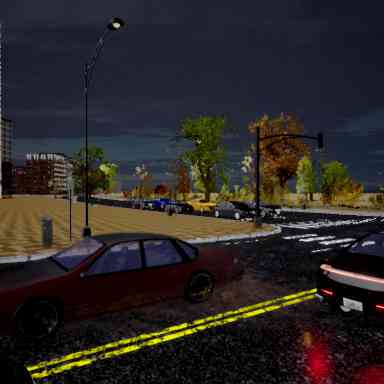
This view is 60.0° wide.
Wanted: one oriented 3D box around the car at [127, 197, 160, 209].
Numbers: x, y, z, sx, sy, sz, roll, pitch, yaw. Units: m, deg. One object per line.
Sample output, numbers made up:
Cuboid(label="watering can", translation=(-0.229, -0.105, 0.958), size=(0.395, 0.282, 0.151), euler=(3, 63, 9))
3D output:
Cuboid(label="car", translation=(-6.801, 1.597, 46.417), size=(2.128, 1.511, 4.902), euler=(0, 0, -31))

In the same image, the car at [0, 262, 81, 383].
Cuboid(label="car", translation=(-3.141, 1.492, 1.169), size=(4.902, 1.511, 2.128), euler=(0, 0, -35))

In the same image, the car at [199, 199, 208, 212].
Cuboid(label="car", translation=(1.052, 1.550, 39.727), size=(1.882, 1.535, 5.008), euler=(0, 0, -31))

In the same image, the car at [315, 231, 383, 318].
Cuboid(label="car", translation=(4.444, 1.491, 6.410), size=(4.902, 1.511, 2.128), euler=(0, 0, -34))

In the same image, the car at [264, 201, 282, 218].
Cuboid(label="car", translation=(6.280, 1.540, 31.257), size=(2.128, 1.511, 4.902), euler=(0, 0, -32))

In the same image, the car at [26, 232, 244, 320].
Cuboid(label="car", translation=(-1.418, 1.547, 6.617), size=(5.357, 1.411, 2.033), euler=(0, 0, -35))

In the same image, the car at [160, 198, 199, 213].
Cuboid(label="car", translation=(-1.480, 1.648, 37.633), size=(1.994, 1.385, 4.181), euler=(0, 0, -32))

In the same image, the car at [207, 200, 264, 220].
Cuboid(label="car", translation=(3.732, 1.564, 29.198), size=(1.837, 1.490, 4.892), euler=(0, 0, -32))
